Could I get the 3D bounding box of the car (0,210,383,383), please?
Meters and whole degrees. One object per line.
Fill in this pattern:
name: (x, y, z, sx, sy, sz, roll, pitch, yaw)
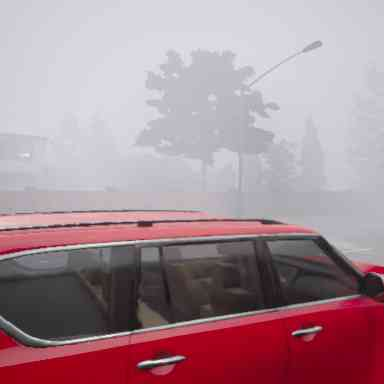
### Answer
car: (0.248, 1.217, 3.283, 5.566, 2.045, 2.150, 1, 0, -28)
